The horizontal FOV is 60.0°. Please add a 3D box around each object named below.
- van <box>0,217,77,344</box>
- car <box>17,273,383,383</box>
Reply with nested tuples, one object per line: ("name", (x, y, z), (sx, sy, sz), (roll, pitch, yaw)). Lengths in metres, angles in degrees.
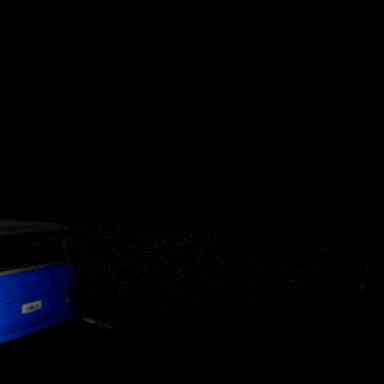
("van", (-3.666, 1.310, 5.583), (3.998, 1.788, 1.690), (0, 0, 36))
("car", (0.897, 1.542, 2.323), (4.507, 1.381, 1.887), (0, 0, 36))
